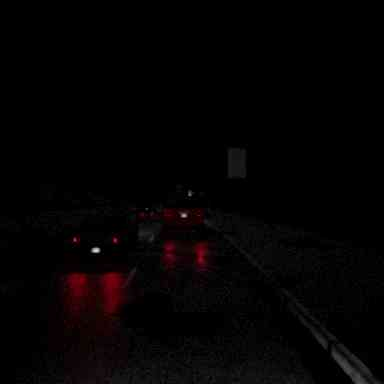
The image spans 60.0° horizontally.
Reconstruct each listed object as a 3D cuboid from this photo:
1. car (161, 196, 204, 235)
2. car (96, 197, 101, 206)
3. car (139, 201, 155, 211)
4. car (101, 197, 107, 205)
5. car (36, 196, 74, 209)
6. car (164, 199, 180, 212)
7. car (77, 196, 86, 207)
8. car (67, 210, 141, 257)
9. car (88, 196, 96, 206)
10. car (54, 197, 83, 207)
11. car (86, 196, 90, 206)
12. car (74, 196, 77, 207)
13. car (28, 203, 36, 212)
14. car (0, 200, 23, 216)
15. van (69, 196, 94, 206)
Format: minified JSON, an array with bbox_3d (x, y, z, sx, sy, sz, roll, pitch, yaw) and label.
[{"bbox_3d":[-0.569,1.266,19.214,2.150,2.045,5.566,0,0,-4],"label":"car"},{"bbox_3d":[-22.571,1.898,69.428,5.566,2.045,2.435,0,-1,-26],"label":"car"},{"bbox_3d":[-5.640,1.775,42.363,1.895,1.301,4.718,0,-1,-6],"label":"car"},{"bbox_3d":[-23.619,2.428,78.233,5.366,1.575,1.946,0,-2,-26],"label":"car"},{"bbox_3d":[-20.422,1.687,48.716,5.008,1.535,2.097,0,-1,-26],"label":"car"},{"bbox_3d":[-2.622,1.665,42.317,1.882,1.535,5.008,0,-1,-6],"label":"car"},{"bbox_3d":[-20.870,1.786,54.723,5.366,1.575,1.946,0,-1,-26],"label":"car"},{"bbox_3d":[-3.251,1.620,13.133,1.895,1.301,4.718,0,0,-2],"label":"car"},{"bbox_3d":[-21.920,1.737,63.540,5.566,2.045,2.435,0,-2,-26],"label":"car"},{"bbox_3d":[-21.366,1.725,57.586,4.553,1.767,2.185,0,-1,-26],"label":"car"},{"bbox_3d":[-21.641,1.955,60.554,4.674,1.452,2.002,0,-2,-26],"label":"car"},{"bbox_3d":[-20.763,1.610,51.666,4.553,1.767,2.185,0,-1,-26],"label":"car"},{"bbox_3d":[-18.923,1.535,33.920,5.008,1.535,2.097,0,0,-26],"label":"car"},{"bbox_3d":[-18.626,1.522,30.973,5.008,1.535,2.097,0,0,-25],"label":"car"},{"bbox_3d":[-22.142,1.841,66.534,4.442,1.987,1.878,0,-2,-26],"label":"van"}]
